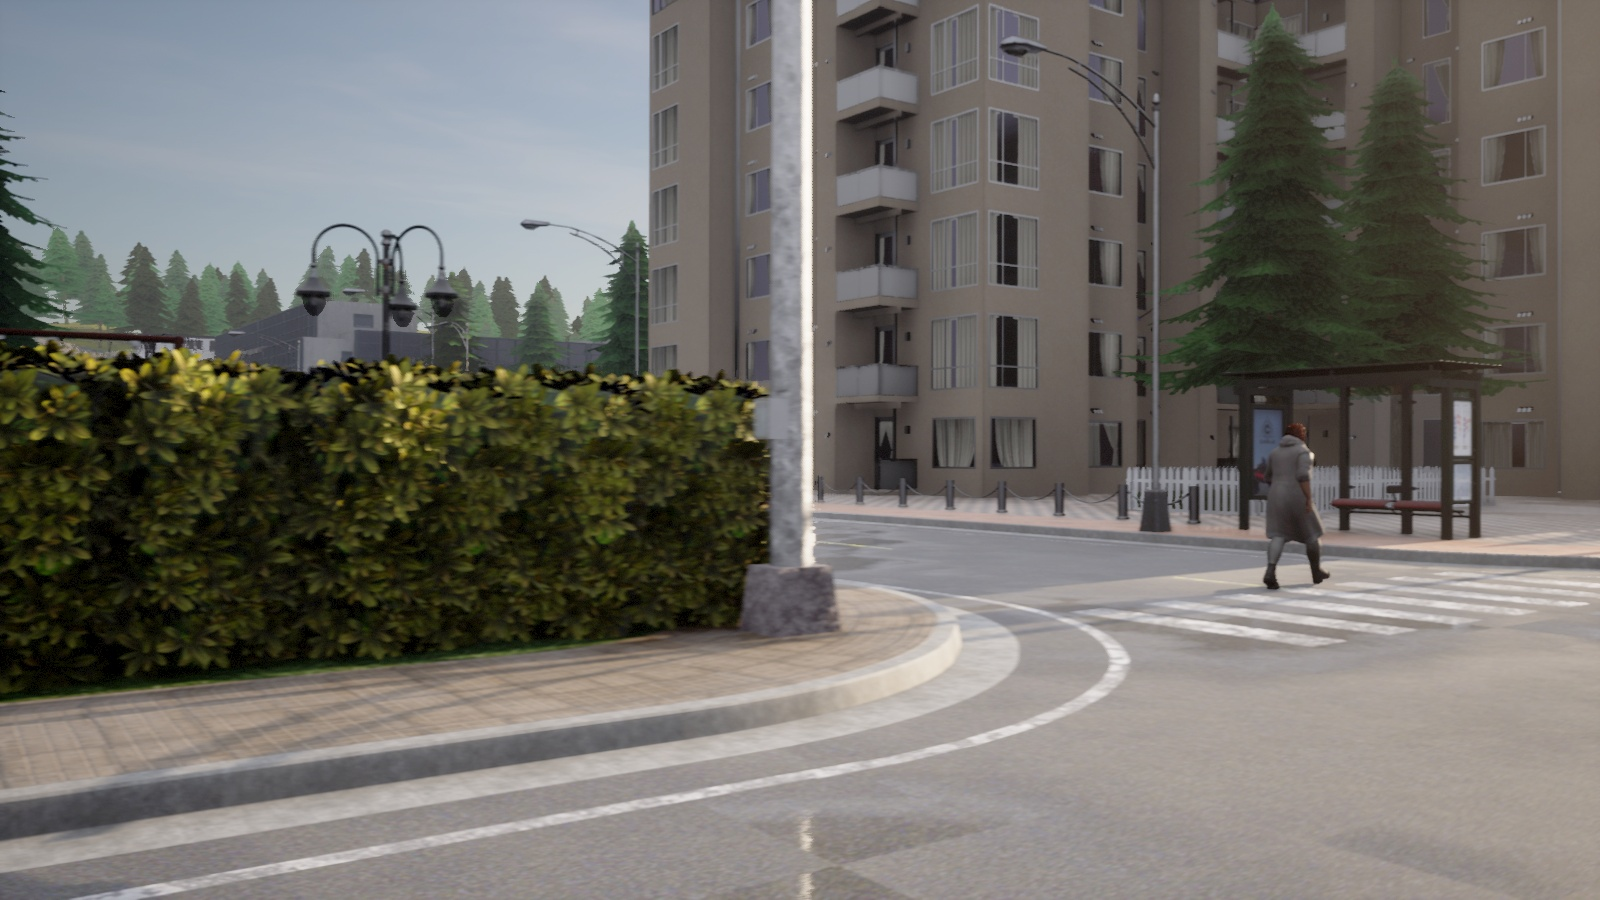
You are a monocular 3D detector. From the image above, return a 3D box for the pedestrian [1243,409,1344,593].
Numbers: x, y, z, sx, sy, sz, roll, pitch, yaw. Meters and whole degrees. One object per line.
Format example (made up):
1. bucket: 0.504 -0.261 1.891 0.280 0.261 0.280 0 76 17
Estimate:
1. pedestrian: 5.447 0.546 13.861 0.873 1.952 0.659 0 0 -34
